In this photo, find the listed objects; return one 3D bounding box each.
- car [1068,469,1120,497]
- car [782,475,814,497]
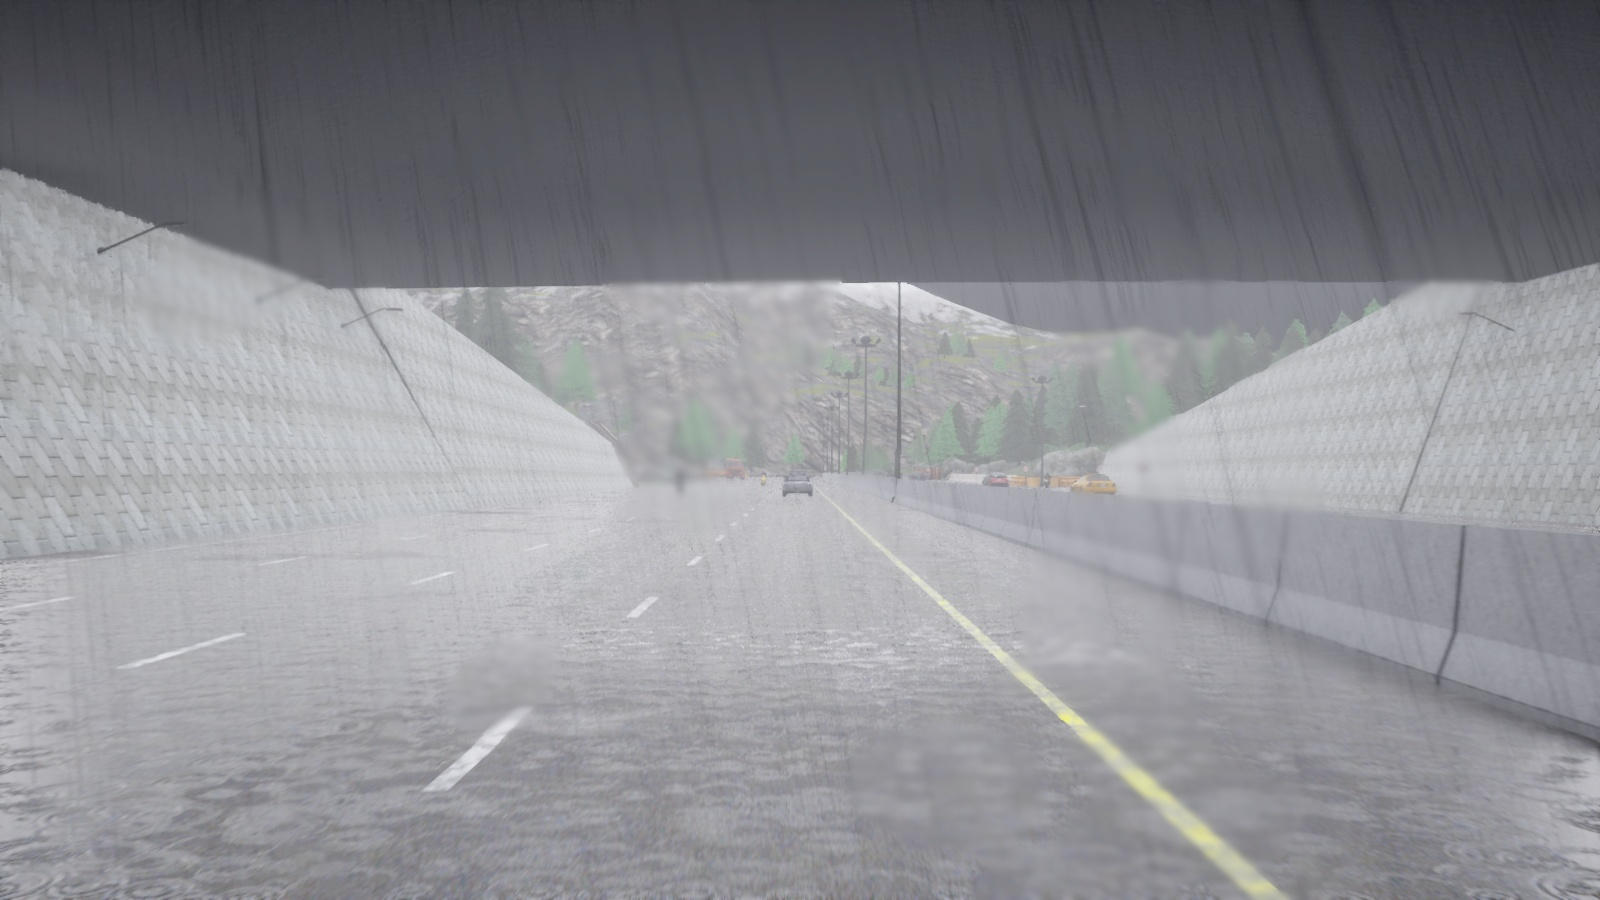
[{"bbox_3d":[17.367,1.929,74.368,1.801,1.575,5.366,0,-1,0],"label":"car"},{"bbox_3d":[-0.136,2.209,77.272,1.895,1.301,4.718,0,-1,0],"label":"car"}]
